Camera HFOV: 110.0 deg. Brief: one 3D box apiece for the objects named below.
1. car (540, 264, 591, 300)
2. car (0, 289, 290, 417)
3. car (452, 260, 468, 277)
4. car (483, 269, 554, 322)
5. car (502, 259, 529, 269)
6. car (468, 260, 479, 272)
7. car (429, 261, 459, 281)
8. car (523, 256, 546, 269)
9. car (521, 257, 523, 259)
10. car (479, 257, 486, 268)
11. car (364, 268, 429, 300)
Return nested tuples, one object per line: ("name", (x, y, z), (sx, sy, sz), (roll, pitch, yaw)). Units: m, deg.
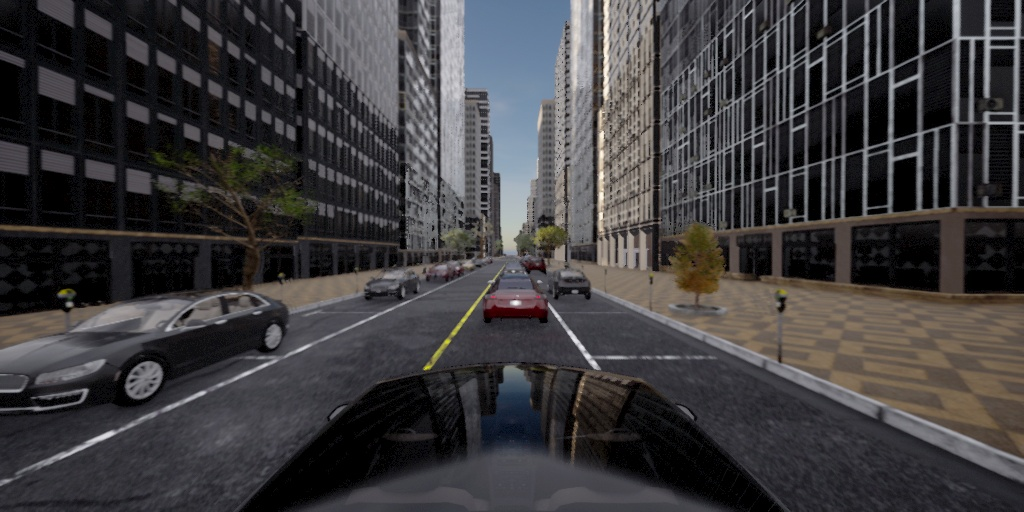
("car", (2.694, 1.281, 17.468), (2.007, 1.370, 4.403), (0, 0, 0))
("car", (-5.691, 1.295, 6.104), (2.007, 1.370, 4.403), (0, 0, 0))
("car", (-5.682, 1.148, 34.521), (1.967, 1.591, 4.097), (0, 0, 0))
("car", (0.105, 1.301, 12.161), (1.994, 1.385, 4.181), (0, 0, 0))
("car", (0.108, 1.261, 30.408), (2.033, 1.411, 5.357), (0, 0, 0))
("car", (-5.679, 1.219, 45.719), (1.751, 1.417, 4.829), (0, 0, 0))
("car", (-5.684, 1.298, 28.838), (1.802, 1.307, 4.207), (0, 0, 0))
("car", (2.700, 1.015, 40.203), (2.192, 1.841, 5.009), (0, 0, 0))
("car", (2.702, 1.008, 45.887), (2.192, 1.841, 5.009), (0, 0, 0))
("car", (-5.676, 1.243, 57.257), (1.948, 1.339, 4.313), (0, 0, 0))
("car", (-5.687, 1.281, 17.470), (2.007, 1.370, 4.403), (0, 0, 0))
